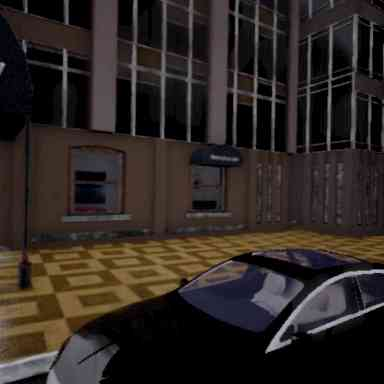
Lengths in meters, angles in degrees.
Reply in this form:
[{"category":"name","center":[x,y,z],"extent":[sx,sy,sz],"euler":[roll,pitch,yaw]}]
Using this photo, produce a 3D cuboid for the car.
[{"category":"car","center":[1.019,1.482,3.752],"extent":[4.902,1.511,2.128],"euler":[1,0,-33]}]
